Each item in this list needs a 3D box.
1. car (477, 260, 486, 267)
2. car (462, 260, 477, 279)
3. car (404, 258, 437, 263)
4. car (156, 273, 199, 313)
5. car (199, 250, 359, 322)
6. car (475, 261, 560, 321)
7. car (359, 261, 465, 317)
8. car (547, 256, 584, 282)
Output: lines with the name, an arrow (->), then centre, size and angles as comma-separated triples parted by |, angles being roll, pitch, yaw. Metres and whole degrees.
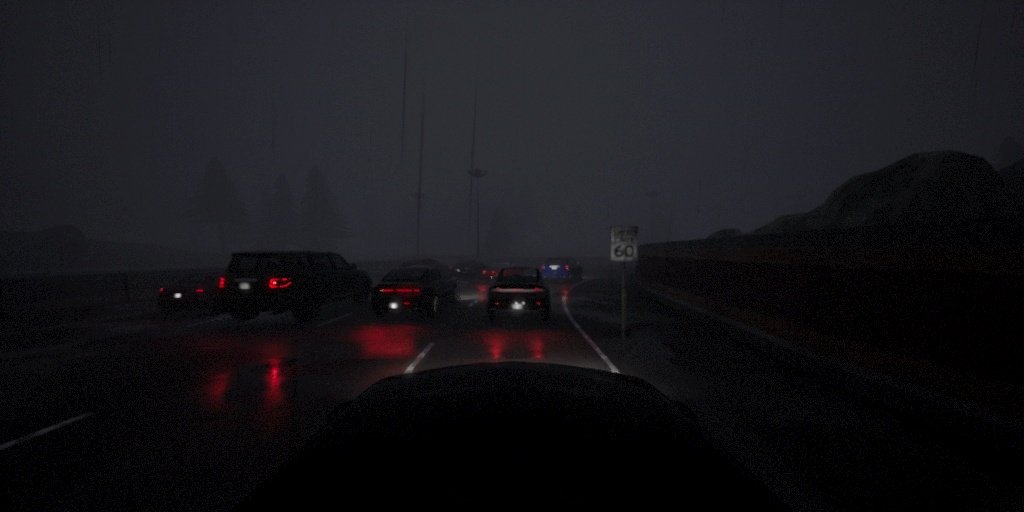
car -> -0.357, 1.038, 24.799 | 1.895, 1.301, 4.718 | 0, 1, 21
car -> -3.035, 0.966, 27.361 | 1.994, 1.385, 4.181 | 0, 1, 23
car -> -6.688, 0.904, 27.693 | 1.837, 1.490, 4.892 | 0, 1, 22
car -> -10.114, 1.160, 13.026 | 1.994, 1.385, 4.181 | 0, 1, 5
car -> -6.709, 0.833, 11.885 | 2.150, 2.045, 5.566 | 0, 1, 3
car -> 0.303, 1.103, 11.916 | 2.128, 1.511, 4.902 | 0, 1, 4
car -> -3.151, 1.109, 12.483 | 1.837, 1.490, 4.892 | 0, 1, 4
car -> 3.589, 0.784, 25.066 | 2.097, 1.767, 4.553 | 0, 1, 23
